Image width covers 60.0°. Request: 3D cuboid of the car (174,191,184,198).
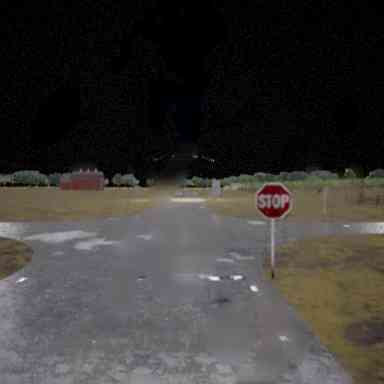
[{"bbox_3d":[-2.696,0.559,68.902,1.994,1.385,4.181,0,1,0],"label":"car"}]
